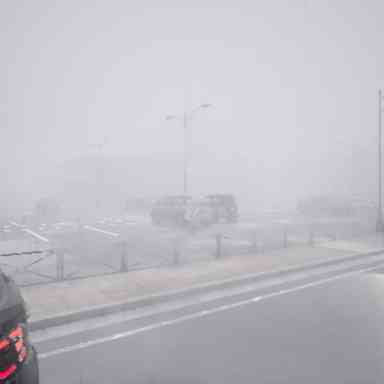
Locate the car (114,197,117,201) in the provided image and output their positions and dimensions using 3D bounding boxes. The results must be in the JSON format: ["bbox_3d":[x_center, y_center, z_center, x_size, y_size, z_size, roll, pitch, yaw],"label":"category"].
[{"bbox_3d":[-16.898,1.502,81.976,4.611,1.667,2.242,0,0,-36],"label":"car"}]

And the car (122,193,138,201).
[{"bbox_3d":[-16.651,1.337,89.104,3.866,1.878,1.905,0,0,-36],"label":"car"}]

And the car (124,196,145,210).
[{"bbox_3d":[-6.280,1.318,39.004,2.007,1.523,4.514,0,0,-36],"label":"car"}]

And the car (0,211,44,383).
[{"bbox_3d":[-3.683,1.218,1.369,5.566,2.045,2.150,0,0,-35],"label":"car"}]

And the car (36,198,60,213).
[{"bbox_3d":[-14.442,1.331,33.240,1.845,1.501,3.633,0,0,-36],"label":"car"}]

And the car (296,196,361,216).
[{"bbox_3d":[11.810,1.187,29.675,2.152,1.636,5.027,0,0,-36],"label":"car"}]

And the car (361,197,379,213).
[{"bbox_3d":[16.848,1.271,33.663,1.970,1.475,3.806,0,0,-36],"label":"car"}]

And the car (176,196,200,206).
[{"bbox_3d":[-0.674,1.389,52.537,1.970,1.475,3.806,0,0,-36],"label":"car"}]

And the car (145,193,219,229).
[{"bbox_3d":[-0.737,1.117,20.228,1.932,1.855,4.605,0,0,-36],"label":"car"}]

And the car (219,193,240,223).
[{"bbox_3d":[1.390,1.099,22.250,1.905,1.878,3.866,0,0,-36],"label":"car"}]

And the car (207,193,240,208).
[{"bbox_3d":[4.278,1.128,45.654,1.932,1.855,4.605,0,0,-36],"label":"car"}]

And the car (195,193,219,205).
[{"bbox_3d":[2.388,1.108,53.969,1.905,1.878,3.866,0,0,-36],"label":"car"}]

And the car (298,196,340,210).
[{"bbox_3d":[15.740,1.338,41.529,2.007,1.523,4.514,0,0,-36],"label":"car"}]
